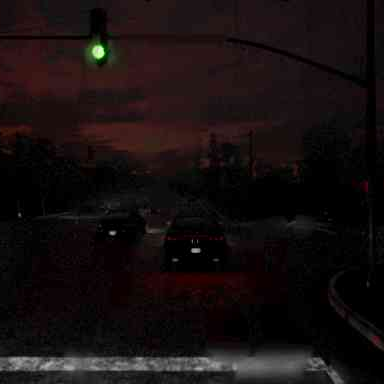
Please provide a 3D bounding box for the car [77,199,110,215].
[{"bbox_3d":[-10.576,1.573,35.350,1.882,1.535,5.008,0,0,0],"label":"car"}]

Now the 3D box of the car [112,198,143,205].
[{"bbox_3d":[-7.072,1.663,36.761,1.994,1.385,4.181,0,0,0],"label":"car"}]

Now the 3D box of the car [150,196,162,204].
[{"bbox_3d":[-6.993,1.555,65.465,1.994,1.385,4.181,0,1,0],"label":"car"}]

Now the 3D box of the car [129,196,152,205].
[{"bbox_3d":[-7.023,1.643,45.517,1.812,1.442,4.674,0,0,1],"label":"car"}]

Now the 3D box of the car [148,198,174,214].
[{"bbox_3d":[-3.390,1.700,37.105,1.895,1.301,4.718,0,0,0],"label":"car"}]

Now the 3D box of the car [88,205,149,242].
[{"bbox_3d":[-3.395,1.570,16.497,1.812,1.442,4.674,0,0,0],"label":"car"}]

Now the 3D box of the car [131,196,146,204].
[{"bbox_3d":[-10.494,1.538,65.534,2.033,1.411,5.357,0,1,0],"label":"car"}]

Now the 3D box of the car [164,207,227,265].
[{"bbox_3d":[0.104,1.510,11.872,1.882,1.535,5.008,0,0,0],"label":"car"}]

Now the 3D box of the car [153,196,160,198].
[{"bbox_3d":[-6.985,1.653,55.470,1.994,1.385,4.181,0,0,0],"label":"car"}]

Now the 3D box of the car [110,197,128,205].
[{"bbox_3d":[-10.524,1.608,44.838,2.128,1.511,4.902,0,0,0],"label":"car"}]

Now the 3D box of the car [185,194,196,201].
[{"bbox_3d":[-0.384,1.325,77.249,2.128,1.511,4.902,0,1,-5],"label":"car"}]

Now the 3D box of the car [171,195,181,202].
[{"bbox_3d":[-3.630,1.404,72.710,1.812,1.442,4.674,0,1,-5],"label":"car"}]

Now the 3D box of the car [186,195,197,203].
[{"bbox_3d":[0.005,1.520,66.894,2.033,1.411,5.357,0,1,0],"label":"car"}]

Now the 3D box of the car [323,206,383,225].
[{"bbox_3d":[12.081,1.666,23.999,4.718,1.301,1.895,0,0,-3],"label":"car"}]
